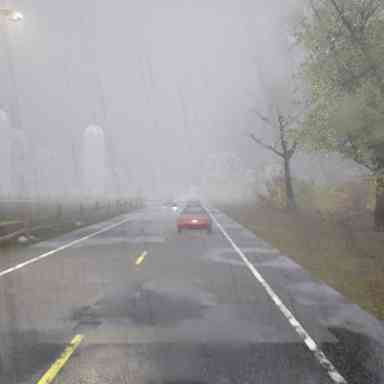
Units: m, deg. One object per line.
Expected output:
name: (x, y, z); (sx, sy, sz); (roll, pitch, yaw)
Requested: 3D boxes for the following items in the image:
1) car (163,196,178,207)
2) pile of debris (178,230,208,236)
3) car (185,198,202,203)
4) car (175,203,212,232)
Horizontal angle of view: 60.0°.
car: (-3.366, 1.337, 51.543); (2.097, 1.767, 4.553); (0, 0, 0)
pile of debris: (0.043, 2.172, 17.695); (1.500, 0.140, 1.860); (0, 0, 0)
car: (0.207, 1.483, 41.811); (2.128, 1.511, 4.902); (0, 0, 0)
car: (0.146, 1.556, 20.042); (1.994, 1.385, 4.181); (0, 0, 0)
